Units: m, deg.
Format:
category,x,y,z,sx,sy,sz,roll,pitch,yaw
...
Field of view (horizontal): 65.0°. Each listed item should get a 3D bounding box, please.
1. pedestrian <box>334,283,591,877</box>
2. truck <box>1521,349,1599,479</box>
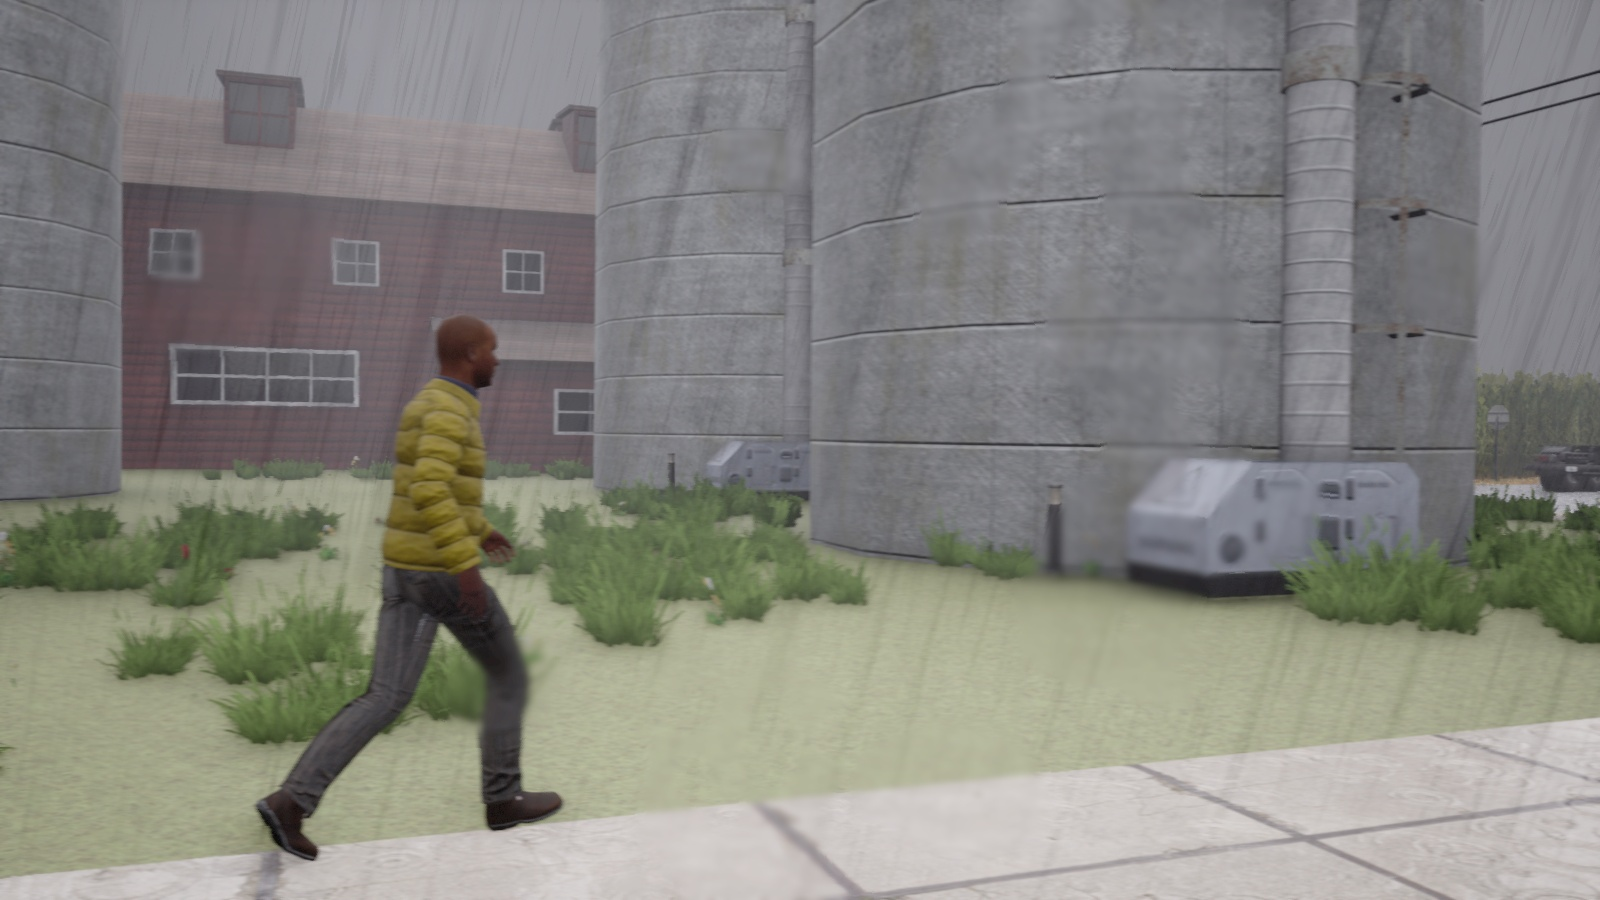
category,x,y,z,sx,sy,sz,roll,pitch,yaw
pedestrian,-1.129,0.397,4.232,0.726,1.835,0.370,-1,1,-35
truck,24.573,-1.037,36.079,7.936,3.462,2.891,-1,1,-28
